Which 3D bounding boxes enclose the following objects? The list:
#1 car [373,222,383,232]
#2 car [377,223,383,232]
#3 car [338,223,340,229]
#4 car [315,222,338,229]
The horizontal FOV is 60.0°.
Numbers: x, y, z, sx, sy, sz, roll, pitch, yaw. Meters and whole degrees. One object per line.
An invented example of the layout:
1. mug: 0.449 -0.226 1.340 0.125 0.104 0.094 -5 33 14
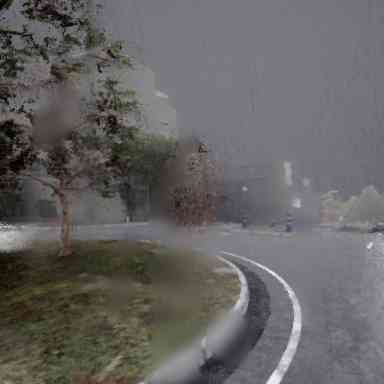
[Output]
1. car: 27.200 5.066 47.887 1.812 1.442 4.674 -1 -6 33
2. car: 32.683 6.087 56.576 1.837 1.490 4.892 -1 -6 32
3. car: 34.950 8.773 86.272 4.553 1.767 2.185 0 -6 12
4. car: 33.367 8.597 83.675 4.892 1.521 2.231 0 -6 12
